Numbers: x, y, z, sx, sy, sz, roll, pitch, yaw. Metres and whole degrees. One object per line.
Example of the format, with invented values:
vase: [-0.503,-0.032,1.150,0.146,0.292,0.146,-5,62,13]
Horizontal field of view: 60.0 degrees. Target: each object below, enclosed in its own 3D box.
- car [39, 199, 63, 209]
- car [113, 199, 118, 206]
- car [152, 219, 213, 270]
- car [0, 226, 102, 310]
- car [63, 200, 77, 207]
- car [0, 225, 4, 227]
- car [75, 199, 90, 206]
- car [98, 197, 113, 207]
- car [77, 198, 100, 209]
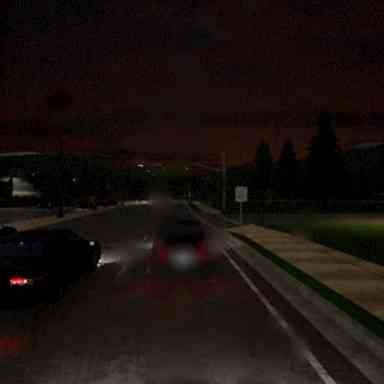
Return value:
car: [-25.087,2.055,58.400,2.097,1.767,4.553,0,-1,-1]
car: [-18.628,2.447,77.909,2.128,1.511,4.902,0,-1,-2]
car: [-0.345,1.660,11.429,1.812,1.442,4.674,0,-1,-2]
car: [-3.712,1.649,8.274,2.033,1.411,5.357,0,-1,-2]
car: [-25.325,2.352,67.848,2.033,1.411,5.357,0,-1,-2]
car: [-7.317,1.483,10.629,2.097,1.767,4.553,0,-1,-2]
car: [-25.634,2.408,78.009,1.882,1.535,5.008,0,-1,-2]
car: [-18.314,2.027,67.566,2.150,2.045,5.566,0,-1,-2]
car: [-18.093,2.258,58.266,1.994,1.385,4.181,0,-1,-1]
